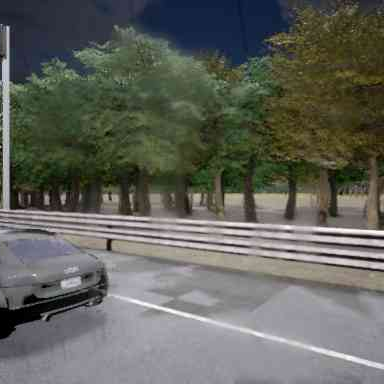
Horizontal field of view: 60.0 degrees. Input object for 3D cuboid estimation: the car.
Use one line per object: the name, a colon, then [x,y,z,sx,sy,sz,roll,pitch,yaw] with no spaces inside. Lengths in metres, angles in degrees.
car: [-3.528,1.398,6.389,4.181,1.385,1.994,0,0,36]
